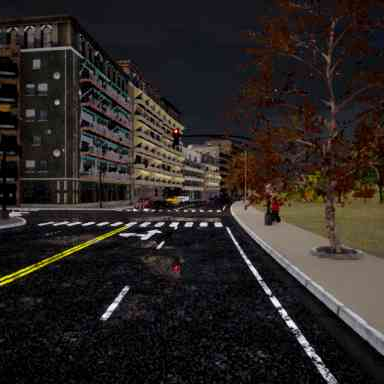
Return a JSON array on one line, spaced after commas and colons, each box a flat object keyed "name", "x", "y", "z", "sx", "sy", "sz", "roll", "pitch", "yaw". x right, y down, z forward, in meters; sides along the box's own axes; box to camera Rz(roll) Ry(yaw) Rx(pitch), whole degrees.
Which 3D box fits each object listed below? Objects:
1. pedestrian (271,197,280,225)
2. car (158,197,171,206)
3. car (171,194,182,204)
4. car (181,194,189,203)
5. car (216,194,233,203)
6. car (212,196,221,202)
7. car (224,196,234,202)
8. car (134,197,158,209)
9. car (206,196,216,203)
[{"name": "pedestrian", "x": 5.366, "y": 1.166, "z": 21.465, "sx": 0.375, "sy": 1.860, "sz": 0.375, "roll": 0, "pitch": 0, "yaw": 3}, {"name": "car", "x": -5.580, "y": 1.781, "z": 58.238, "sx": 1.895, "sy": 1.301, "sz": 4.718, "roll": 0, "pitch": 0, "yaw": 8}, {"name": "car", "x": -3.969, "y": 1.716, "z": 68.413, "sx": 1.882, "sy": 1.535, "sz": 5.008, "roll": 0, "pitch": 0, "yaw": 9}, {"name": "car", "x": -2.111, "y": 1.527, "z": 78.821, "sx": 2.150, "sy": 2.045, "sz": 5.566, "roll": 0, "pitch": 0, "yaw": 10}, {"name": "car", "x": 7.708, "y": 1.533, "z": 78.275, "sx": 2.150, "sy": 2.045, "sz": 5.566, "roll": 0, "pitch": 0, "yaw": 11}, {"name": "car", "x": 6.599, "y": 1.815, "z": 88.966, "sx": 1.882, "sy": 1.535, "sz": 5.008, "roll": 0, "pitch": 0, "yaw": 13}, {"name": "car", "x": 9.867, "y": 1.869, "z": 88.684, "sx": 2.128, "sy": 1.511, "sz": 4.902, "roll": 0, "pitch": 0, "yaw": 13}, {"name": "car", "x": -6.866, "y": 1.477, "z": 48.240, "sx": 2.097, "sy": 1.767, "sz": 4.553, "roll": 0, "pitch": 0, "yaw": 7}, {"name": "car", "x": 4.503, "y": 1.833, "z": 78.818, "sx": 2.128, "sy": 1.511, "sz": 4.902, "roll": 0, "pitch": 0, "yaw": 11}]
